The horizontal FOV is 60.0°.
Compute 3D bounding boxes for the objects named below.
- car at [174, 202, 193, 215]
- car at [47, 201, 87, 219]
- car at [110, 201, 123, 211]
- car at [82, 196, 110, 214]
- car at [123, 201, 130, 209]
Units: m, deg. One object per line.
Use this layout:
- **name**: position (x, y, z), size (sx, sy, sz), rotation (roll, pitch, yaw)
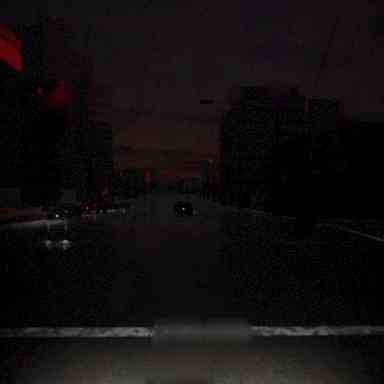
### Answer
- **car**: position (-0.967, 1.783, 37.206), size (1.994, 1.385, 4.181), rotation (0, -1, -2)
- **car**: position (-11.404, 1.722, 30.145), size (1.895, 1.301, 4.718), rotation (0, -1, -2)
- **car**: position (-12.091, 2.064, 49.736), size (1.994, 1.385, 4.181), rotation (0, -1, -1)
- **car**: position (-11.767, 1.500, 39.841), size (2.150, 2.045, 5.566), rotation (0, -1, -2)
- **car**: position (-12.442, 2.323, 59.620), size (1.895, 1.301, 4.718), rotation (0, -1, -2)
